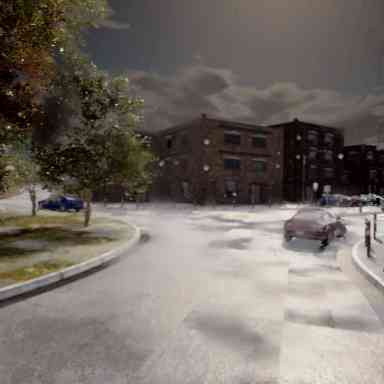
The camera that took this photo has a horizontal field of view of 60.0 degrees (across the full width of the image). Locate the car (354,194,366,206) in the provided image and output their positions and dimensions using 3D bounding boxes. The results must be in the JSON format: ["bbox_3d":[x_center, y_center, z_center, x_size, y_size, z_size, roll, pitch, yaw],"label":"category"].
[{"bbox_3d":[21.864,1.271,48.211,2.097,1.535,5.008,0,1,-33],"label":"car"}]

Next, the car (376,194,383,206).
[{"bbox_3d":[26.522,1.137,51.160,2.185,1.767,4.553,0,1,-33],"label":"car"}]

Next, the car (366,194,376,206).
[{"bbox_3d":[24.186,1.307,49.695,2.002,1.452,4.674,0,1,-33],"label":"car"}]

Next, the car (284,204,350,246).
[{"bbox_3d":[5.719,1.507,15.378,1.812,1.442,4.674,1,0,36],"label":"car"}]

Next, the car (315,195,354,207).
[{"bbox_3d":[19.561,1.146,46.684,2.185,1.767,4.553,0,1,-33],"label":"car"}]

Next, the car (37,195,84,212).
[{"bbox_3d":[-12.727,1.064,32.033,5.008,1.535,1.882,1,0,27],"label":"car"}]
